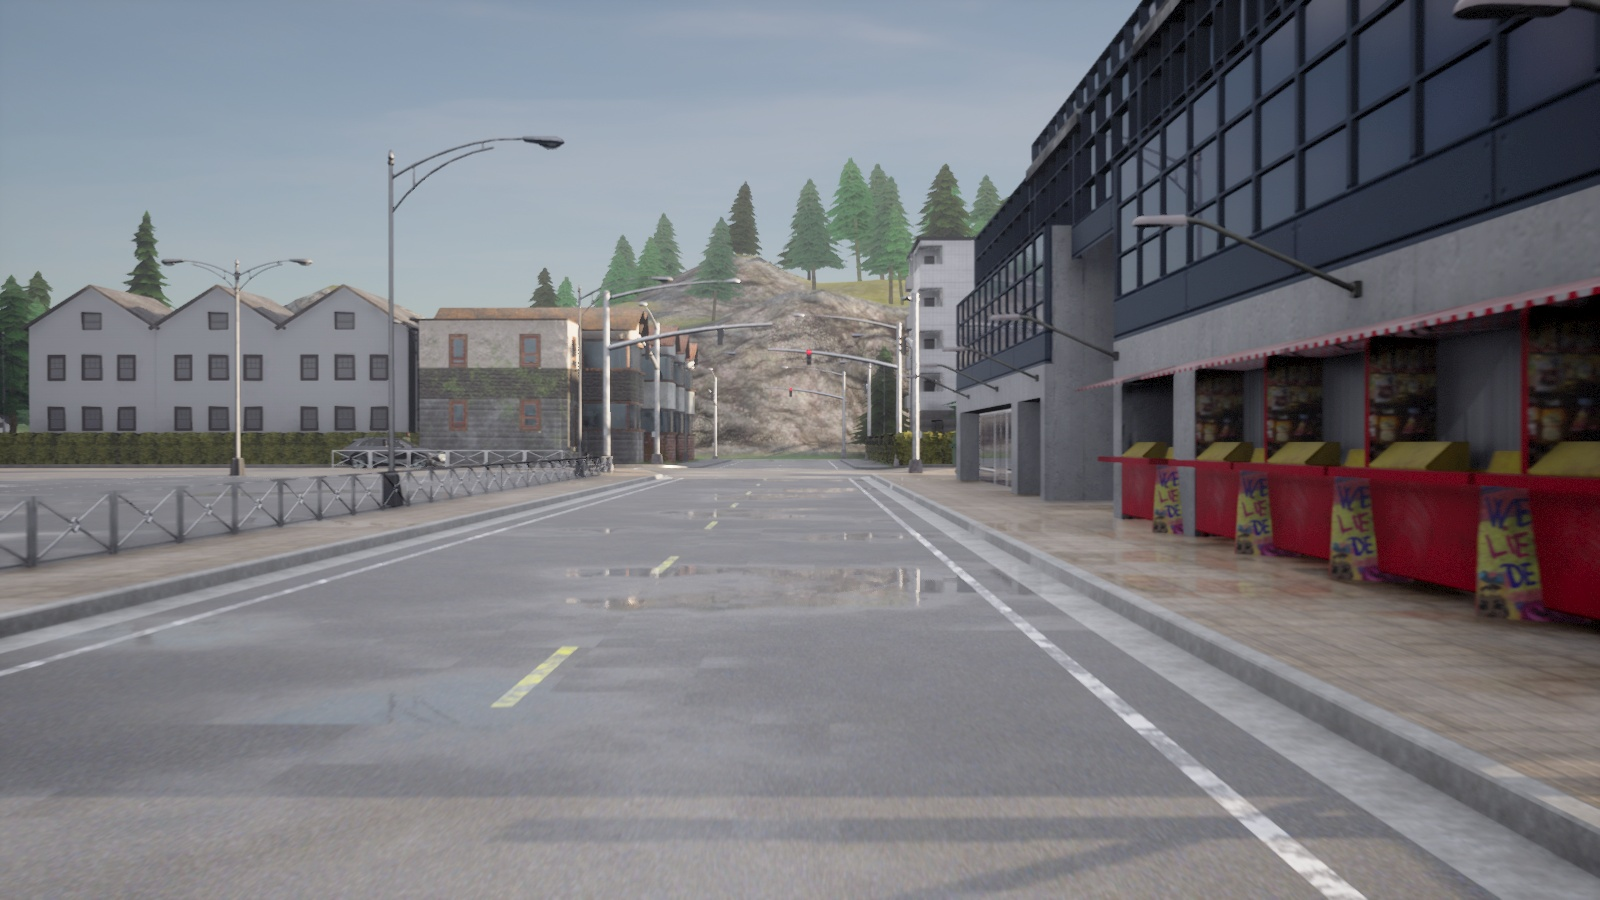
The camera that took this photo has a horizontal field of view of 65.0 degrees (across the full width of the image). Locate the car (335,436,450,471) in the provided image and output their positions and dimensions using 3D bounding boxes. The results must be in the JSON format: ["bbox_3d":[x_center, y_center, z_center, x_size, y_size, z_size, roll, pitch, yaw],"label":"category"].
[{"bbox_3d":[-19.658,0.142,60.709,4.856,1.649,2.033,0,0,0],"label":"car"}]
